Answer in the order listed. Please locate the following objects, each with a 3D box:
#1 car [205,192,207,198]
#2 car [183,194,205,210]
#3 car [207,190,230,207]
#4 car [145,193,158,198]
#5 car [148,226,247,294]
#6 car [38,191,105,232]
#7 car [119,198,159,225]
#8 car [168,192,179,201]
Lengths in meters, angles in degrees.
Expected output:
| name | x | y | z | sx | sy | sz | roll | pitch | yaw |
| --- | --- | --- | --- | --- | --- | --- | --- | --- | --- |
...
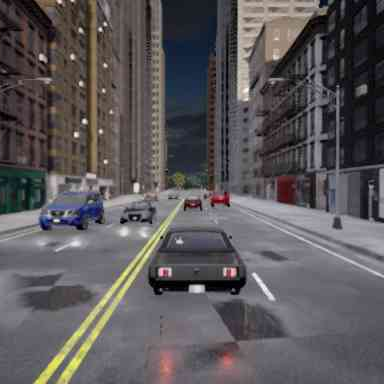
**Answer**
| name | x | y | z | sx | sy | sz | roll | pitch | yaw |
| --- | --- | --- | --- | --- | --- | --- | --- | --- | --- |
| car | 3.269 | 0.750 | 66.321 | 1.812 | 1.442 | 4.674 | 0 | 1 | 0 |
| car | 0.103 | 1.067 | 35.568 | 1.882 | 1.535 | 5.008 | 0 | 1 | 0 |
| car | 3.355 | 0.751 | 41.037 | 2.150 | 2.045 | 5.566 | 0 | 1 | 0 |
| car | -6.554 | 0.887 | 54.401 | 1.812 | 1.442 | 4.674 | 0 | 1 | 1 |
| car | 0.099 | 1.504 | 8.446 | 1.895 | 1.301 | 4.718 | 0 | 1 | 0 |
| car | -6.595 | 0.999 | 18.964 | 2.150 | 2.045 | 5.566 | 0 | 1 | 0 |
| car | -3.342 | 1.316 | 21.467 | 1.994 | 1.385 | 4.181 | 0 | 1 | 0 |
| car | -3.277 | 0.821 | 59.460 | 1.837 | 1.490 | 4.892 | 0 | 1 | 1 |
